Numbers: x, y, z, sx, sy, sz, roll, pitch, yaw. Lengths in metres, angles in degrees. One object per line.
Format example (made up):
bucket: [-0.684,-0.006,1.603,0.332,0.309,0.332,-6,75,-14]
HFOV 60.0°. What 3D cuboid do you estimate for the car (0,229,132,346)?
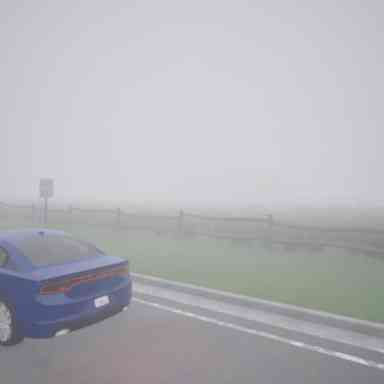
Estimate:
car: [-3.345,1.446,6.368,5.008,1.535,1.882,1,0,36]
